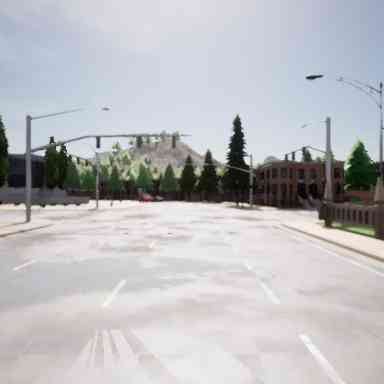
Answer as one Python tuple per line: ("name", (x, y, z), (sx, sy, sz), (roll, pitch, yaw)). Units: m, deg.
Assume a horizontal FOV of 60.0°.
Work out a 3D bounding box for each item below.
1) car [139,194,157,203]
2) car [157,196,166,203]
("car", (-10.790, 1.577, 78.693), (2.150, 2.045, 5.566), (0, 0, -25))
("car", (-7.986, 1.862, 80.909), (1.837, 1.490, 4.892), (0, 0, -25))
